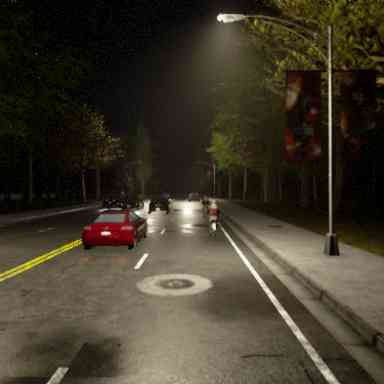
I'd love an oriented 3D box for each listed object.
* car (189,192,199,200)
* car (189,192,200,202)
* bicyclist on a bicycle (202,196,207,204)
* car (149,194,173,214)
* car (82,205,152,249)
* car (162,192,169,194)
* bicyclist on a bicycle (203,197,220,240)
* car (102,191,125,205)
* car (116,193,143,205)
[{"bbox_3d":[0.399,0.832,74.034,2.097,1.767,4.553,0,0,0],"label":"car"},{"bbox_3d":[0.420,1.078,59.155,1.812,1.442,4.674,0,0,0],"label":"car"},{"bbox_3d":[1.025,1.157,25.273,0.659,1.776,1.843,0,1,0],"label":"bicyclist on a bicycle"},{"bbox_3d":[-2.982,1.243,31.632,1.837,1.490,4.892,0,0,0],"label":"car"},{"bbox_3d":[-3.078,1.441,13.934,1.994,1.385,4.181,0,0,0],"label":"car"},{"bbox_3d":[-6.084,0.819,77.334,1.882,1.535,5.008,0,0,0],"label":"car"},{"bbox_3d":[0.971,1.238,15.157,0.659,1.776,1.843,0,1,0],"label":"bicyclist on a bicycle"},{"bbox_3d":[-9.621,0.885,41.914,2.150,2.045,5.566,0,0,0],"label":"car"},{"bbox_3d":[-6.403,1.212,35.848,1.837,1.490,4.892,0,0,0],"label":"car"}]
